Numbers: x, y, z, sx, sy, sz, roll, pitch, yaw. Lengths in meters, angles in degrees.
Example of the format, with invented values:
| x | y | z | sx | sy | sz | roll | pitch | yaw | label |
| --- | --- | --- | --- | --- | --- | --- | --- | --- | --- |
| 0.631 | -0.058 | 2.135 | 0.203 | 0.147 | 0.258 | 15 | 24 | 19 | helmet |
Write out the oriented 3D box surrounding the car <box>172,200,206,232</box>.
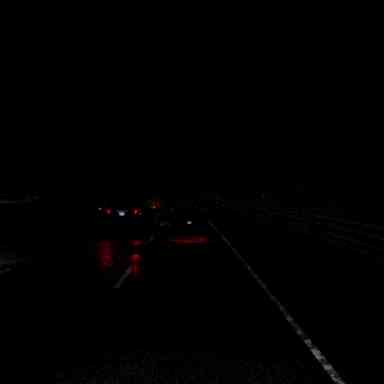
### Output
| x | y | z | sx | sy | sz | roll | pitch | yaw | label |
| --- | --- | --- | --- | --- | --- | --- | --- | --- | --- |
| -0.204 | 1.470 | 20.183 | 1.882 | 1.535 | 5.008 | 0 | 0 | -1 | car |

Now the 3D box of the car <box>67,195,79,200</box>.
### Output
| x | y | z | sx | sy | sz | roll | pitch | yaw | label |
| --- | --- | --- | --- | --- | --- | --- | --- | --- | --- |
| -26.112 | 1.352 | 73.498 | 1.837 | 1.490 | 4.892 | 0 | 0 | -1 | car |

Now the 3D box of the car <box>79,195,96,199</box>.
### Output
| x | y | z | sx | sy | sz | roll | pitch | yaw | label |
| --- | --- | --- | --- | --- | --- | --- | --- | --- | --- |
| -22.613 | 1.378 | 73.584 | 2.128 | 1.511 | 4.902 | 0 | 0 | -1 | car |

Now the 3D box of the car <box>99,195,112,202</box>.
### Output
| x | y | z | sx | sy | sz | roll | pitch | yaw | label |
| --- | --- | --- | --- | --- | --- | --- | --- | --- | --- |
| -19.114 | 1.355 | 73.670 | 1.837 | 1.490 | 4.892 | 0 | 0 | -1 | car |

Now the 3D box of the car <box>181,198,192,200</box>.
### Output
| x | y | z | sx | sy | sz | roll | pitch | yaw | label |
| --- | --- | --- | --- | --- | --- | --- | --- | --- | --- |
| -0.639 | 1.448 | 38.212 | 1.882 | 1.535 | 5.008 | 0 | 0 | -1 | car |

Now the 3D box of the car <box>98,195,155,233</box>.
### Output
| x | y | z | sx | sy | sz | roll | pitch | yaw | label |
| --- | --- | --- | --- | --- | --- | --- | --- | --- | --- |
| -3.708 | 1.213 | 19.892 | 2.150 | 2.045 | 5.566 | 0 | 0 | -2 | car |

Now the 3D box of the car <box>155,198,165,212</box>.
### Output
| x | y | z | sx | sy | sz | roll | pitch | yaw | label |
| --- | --- | --- | --- | --- | --- | --- | --- | --- | --- |
| -4.140 | 1.447 | 38.222 | 1.882 | 1.535 | 5.008 | 0 | 0 | -1 | car |

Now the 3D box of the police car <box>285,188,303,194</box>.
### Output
| x | y | z | sx | sy | sz | roll | pitch | yaw | label |
| --- | --- | --- | --- | --- | --- | --- | --- | --- | --- |
| 22.308 | -0.058 | 73.387 | 1.930 | 1.638 | 5.238 | 0 | -4 | -15 | police car |

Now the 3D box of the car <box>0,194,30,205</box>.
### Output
| x | y | z | sx | sy | sz | roll | pitch | yaw | label |
| --- | --- | --- | --- | --- | --- | --- | --- | --- | --- |
| -18.216 | 1.192 | 33.111 | 2.150 | 2.045 | 5.566 | 0 | 0 | -1 | car |
